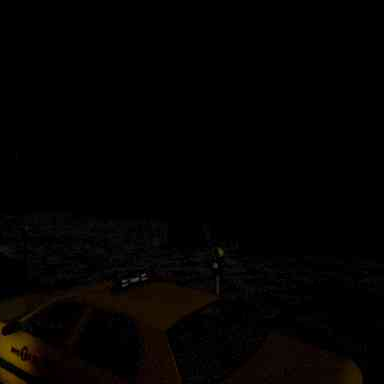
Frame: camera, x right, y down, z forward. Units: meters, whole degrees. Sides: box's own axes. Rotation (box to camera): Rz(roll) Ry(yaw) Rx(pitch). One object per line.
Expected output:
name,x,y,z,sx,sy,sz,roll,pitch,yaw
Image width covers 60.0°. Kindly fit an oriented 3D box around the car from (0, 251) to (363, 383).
car,-0.822,1.525,3.552,4.829,1.417,1.752,0,0,36
